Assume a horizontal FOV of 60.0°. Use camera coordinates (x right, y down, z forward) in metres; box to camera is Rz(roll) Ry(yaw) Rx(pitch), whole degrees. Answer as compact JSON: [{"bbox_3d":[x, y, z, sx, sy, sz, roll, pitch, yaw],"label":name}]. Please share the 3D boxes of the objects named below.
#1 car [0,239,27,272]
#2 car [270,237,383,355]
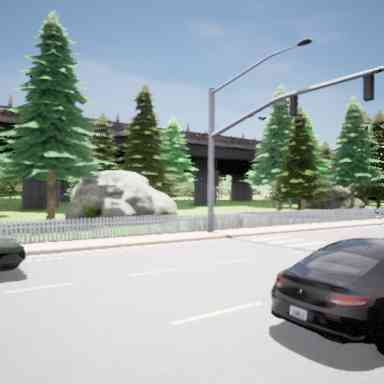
[{"bbox_3d":[-6.676,1.575,7.942,4.718,1.301,1.895,1,0,-33],"label":"car"},{"bbox_3d":[3.443,1.566,5.972,4.674,1.442,1.812,0,0,-33],"label":"car"}]
